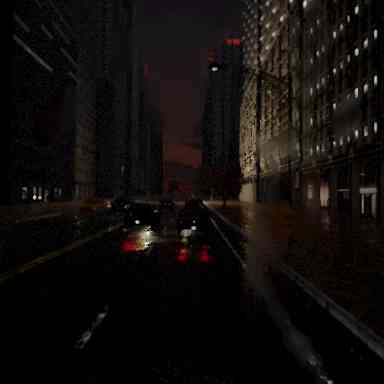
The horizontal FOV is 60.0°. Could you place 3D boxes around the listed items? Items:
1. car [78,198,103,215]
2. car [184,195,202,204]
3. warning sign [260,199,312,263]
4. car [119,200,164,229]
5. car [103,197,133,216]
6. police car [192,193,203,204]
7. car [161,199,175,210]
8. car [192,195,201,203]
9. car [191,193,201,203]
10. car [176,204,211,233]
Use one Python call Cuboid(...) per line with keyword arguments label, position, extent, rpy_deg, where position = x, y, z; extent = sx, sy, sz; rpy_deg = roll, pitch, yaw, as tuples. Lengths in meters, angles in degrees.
Cuboid(label="car", position=(-9.853, 1.405, 33.430), extent=(1.882, 1.535, 5.008), rpy_deg=(1, 0, 0))
Cuboid(label="car", position=(0.015, 1.516, 43.923), extent=(1.882, 1.535, 5.008), rpy_deg=(1, 0, 0))
Cuboid(label="warning sign", position=(2.840, 1.144, 10.204), extent=(1.300, 1.860, 1.060), rpy_deg=(0, -1, 0))
Cuboid(label="car", position=(-3.157, 1.486, 21.622), extent=(1.837, 1.490, 4.892), rpy_deg=(1, 0, 0))
Cuboid(label="car", position=(-6.603, 1.310, 31.612), extent=(2.097, 1.767, 4.553), rpy_deg=(1, 0, 0))
Cuboid(label="police car", position=(0.938, 1.493, 60.301), extent=(1.930, 1.638, 5.238), rpy_deg=(1, 0, 0))
Cuboid(label="car", position=(-3.253, 1.552, 42.416), extent=(2.033, 1.411, 5.357), rpy_deg=(1, 0, 0))
Cuboid(label="car", position=(0.930, 1.535, 70.383), extent=(1.801, 1.575, 5.366), rpy_deg=(1, 0, 0))
Cuboid(label="car", position=(0.927, 1.311, 76.224), extent=(2.150, 2.045, 5.566), rpy_deg=(1, 0, 0))
Cuboid(label="car", position=(0.094, 1.612, 19.821), extent=(1.895, 1.301, 4.718), rpy_deg=(1, 0, 0))
